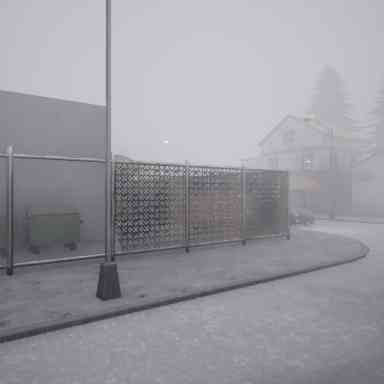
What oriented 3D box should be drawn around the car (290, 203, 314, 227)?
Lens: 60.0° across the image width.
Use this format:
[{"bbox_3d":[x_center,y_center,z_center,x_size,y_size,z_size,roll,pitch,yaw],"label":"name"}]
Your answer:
[{"bbox_3d":[6.031,1.352,22.845,2.097,1.767,4.553,0,0,-35],"label":"car"}]
